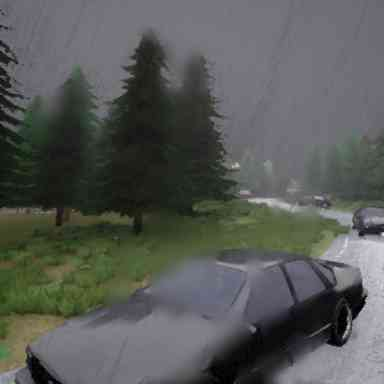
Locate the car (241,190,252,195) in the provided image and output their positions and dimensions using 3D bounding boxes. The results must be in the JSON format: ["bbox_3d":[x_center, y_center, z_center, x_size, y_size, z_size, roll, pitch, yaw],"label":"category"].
[{"bbox_3d":[8.790,0.376,54.947,1.882,1.535,5.008,2,1,10],"label":"car"}]

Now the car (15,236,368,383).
[{"bbox_3d":[0.664,1.573,4.642,5.357,1.411,2.033,0,0,-43],"label":"car"}]

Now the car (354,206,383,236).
[{"bbox_3d":[9.485,1.457,17.237,2.033,1.411,5.357,2,1,21],"label":"car"}]

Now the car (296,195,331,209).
[{"bbox_3d":[13.364,1.087,36.908,1.882,1.535,5.008,4,1,-11],"label":"car"}]
